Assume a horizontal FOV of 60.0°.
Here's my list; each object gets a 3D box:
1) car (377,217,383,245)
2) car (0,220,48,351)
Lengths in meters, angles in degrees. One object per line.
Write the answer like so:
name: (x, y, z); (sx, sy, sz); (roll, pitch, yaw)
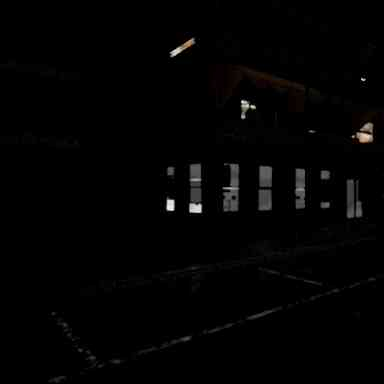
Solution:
car: (9.390, 1.171, 13.204); (5.009, 1.841, 2.192); (-1, 1, -35)
car: (-4.230, 1.328, 3.528); (5.009, 1.841, 2.192); (-1, 1, -35)
